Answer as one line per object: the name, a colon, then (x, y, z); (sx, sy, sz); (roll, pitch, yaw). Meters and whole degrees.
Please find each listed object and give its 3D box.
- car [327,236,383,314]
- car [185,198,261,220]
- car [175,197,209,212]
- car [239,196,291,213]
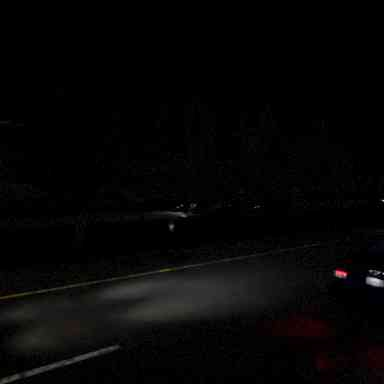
car: (5.005, 1.484, 6.848); (5.357, 1.411, 2.033); (-1, 0, -35)
car: (2.153, 1.362, 22.300); (4.674, 1.442, 1.812); (-1, 0, -36)
car: (0.574, 1.248, 34.099); (4.892, 1.490, 1.837); (0, 0, -36)
car: (6.836, 1.231, 29.982); (4.892, 1.490, 1.837); (0, 0, -36)
